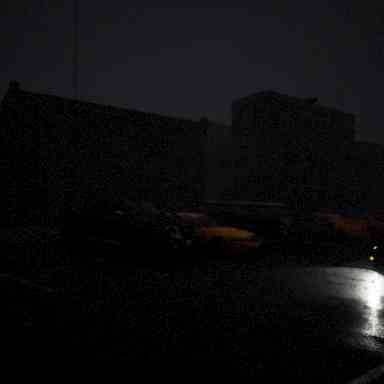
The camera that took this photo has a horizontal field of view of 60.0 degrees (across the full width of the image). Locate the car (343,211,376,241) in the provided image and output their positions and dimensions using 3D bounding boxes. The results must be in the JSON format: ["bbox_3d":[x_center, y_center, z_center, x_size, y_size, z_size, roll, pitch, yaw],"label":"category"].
[{"bbox_3d":[7.033,1.838,18.756,5.366,1.575,1.946,2,-1,35],"label":"car"}]

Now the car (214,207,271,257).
[{"bbox_3d":[0.159,1.517,13.460,5.366,1.575,1.946,1,-1,35],"label":"car"}]

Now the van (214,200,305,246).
[{"bbox_3d":[2.506,1.403,15.201,4.442,1.987,1.878,2,-1,35],"label":"van"}]

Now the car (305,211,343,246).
[{"bbox_3d":[4.764,1.764,16.971,4.792,1.488,2.163,1,-1,35],"label":"car"}]

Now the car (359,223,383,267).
[{"bbox_3d":[7.901,1.938,11.419,4.181,1.385,1.994,3,0,-35],"label":"car"}]

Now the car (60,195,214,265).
[{"bbox_3d":[-2.354,1.157,11.853,5.566,2.045,2.435,1,-1,35],"label":"car"}]

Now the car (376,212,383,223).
[{"bbox_3d":[11.818,2.058,22.133,5.366,1.575,1.946,2,-1,35],"label":"car"}]
